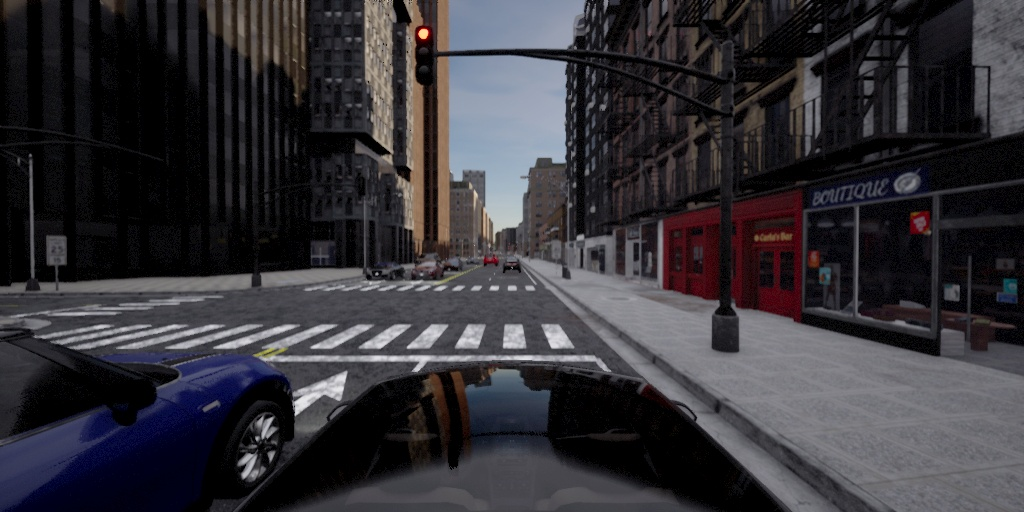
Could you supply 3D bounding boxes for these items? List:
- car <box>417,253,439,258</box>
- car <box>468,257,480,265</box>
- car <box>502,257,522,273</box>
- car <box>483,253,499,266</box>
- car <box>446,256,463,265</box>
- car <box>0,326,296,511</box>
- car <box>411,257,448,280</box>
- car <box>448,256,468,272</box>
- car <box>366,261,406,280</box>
[{"bbox_3d":[-9.949,0.667,42.733,2.150,2.045,5.566,0,1,0],"label":"car"},{"bbox_3d":[-6.679,0.877,61.693,1.994,1.385,4.181,0,0,0],"label":"car"},{"bbox_3d":[-0.003,0.981,38.905,1.837,1.490,4.892,0,0,0],"label":"car"},{"bbox_3d":[-3.407,0.561,58.074,2.150,2.045,5.566,0,0,0],"label":"car"},{"bbox_3d":[-9.929,0.804,61.850,2.128,1.511,4.902,0,0,0],"label":"car"},{"bbox_3d":[-3.146,1.103,1.616,2.097,1.767,4.553,0,0,0],"label":"car"},{"bbox_3d":[-6.667,1.077,28.764,1.812,1.442,4.674,0,0,0],"label":"car"},{"bbox_3d":[-6.699,1.011,40.888,2.033,1.411,5.357,0,0,0],"label":"car"},{"bbox_3d":[-9.907,1.118,28.357,1.994,1.385,4.181,0,0,1],"label":"car"}]
